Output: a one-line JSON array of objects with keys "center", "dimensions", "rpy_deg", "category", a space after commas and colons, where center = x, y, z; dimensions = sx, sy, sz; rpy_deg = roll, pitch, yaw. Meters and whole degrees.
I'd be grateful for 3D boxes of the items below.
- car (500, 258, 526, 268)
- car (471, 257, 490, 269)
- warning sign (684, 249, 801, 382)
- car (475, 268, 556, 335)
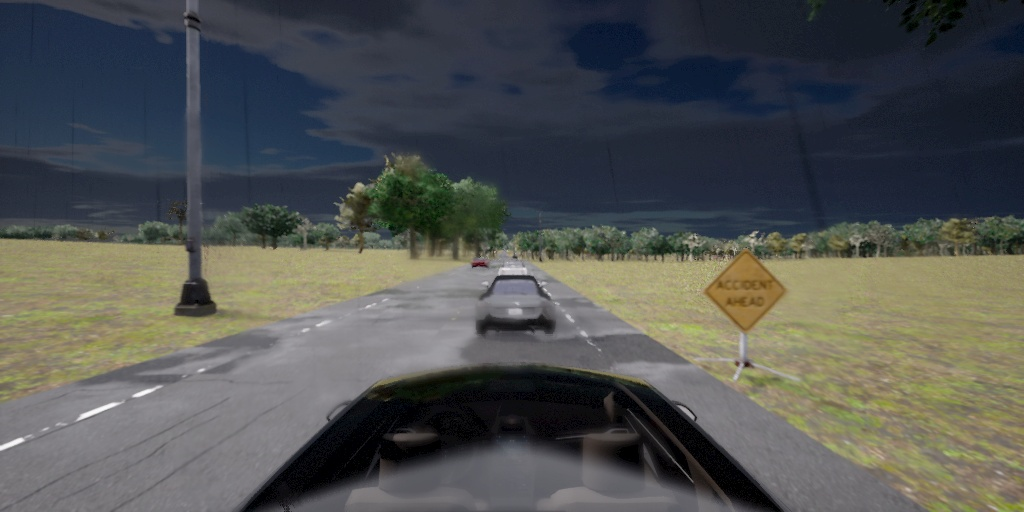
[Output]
[{"center": [0.086, 1.027, 25.795], "dimensions": [1.895, 1.301, 4.718], "rpy_deg": [0, 1, 0], "category": "car"}, {"center": [-3.583, 0.809, 41.219], "dimensions": [1.895, 1.301, 4.718], "rpy_deg": [0, 1, 0], "category": "car"}, {"center": [3.551, 0.816, 5.496], "dimensions": [1.300, 1.860, 1.060], "rpy_deg": [0, 0, 0], "category": "warning sign"}, {"center": [0.081, 1.204, 10.111], "dimensions": [1.994, 1.385, 4.181], "rpy_deg": [0, 1, 0], "category": "car"}]
